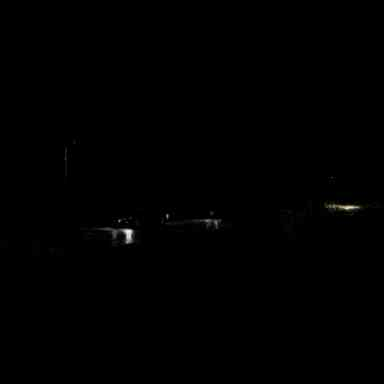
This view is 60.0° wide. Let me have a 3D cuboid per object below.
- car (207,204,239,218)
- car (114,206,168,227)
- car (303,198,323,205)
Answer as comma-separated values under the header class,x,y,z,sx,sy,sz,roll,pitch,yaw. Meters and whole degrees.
class,x,y,z,sx,sy,sz,roll,pitch,yaw
car,3.450,2.025,36.283,2.128,1.511,4.902,-2,-2,36
car,-3.878,1.895,26.088,1.837,1.490,4.892,-2,-2,36
car,18.585,1.908,51.039,2.150,2.045,5.566,-2,-1,36
